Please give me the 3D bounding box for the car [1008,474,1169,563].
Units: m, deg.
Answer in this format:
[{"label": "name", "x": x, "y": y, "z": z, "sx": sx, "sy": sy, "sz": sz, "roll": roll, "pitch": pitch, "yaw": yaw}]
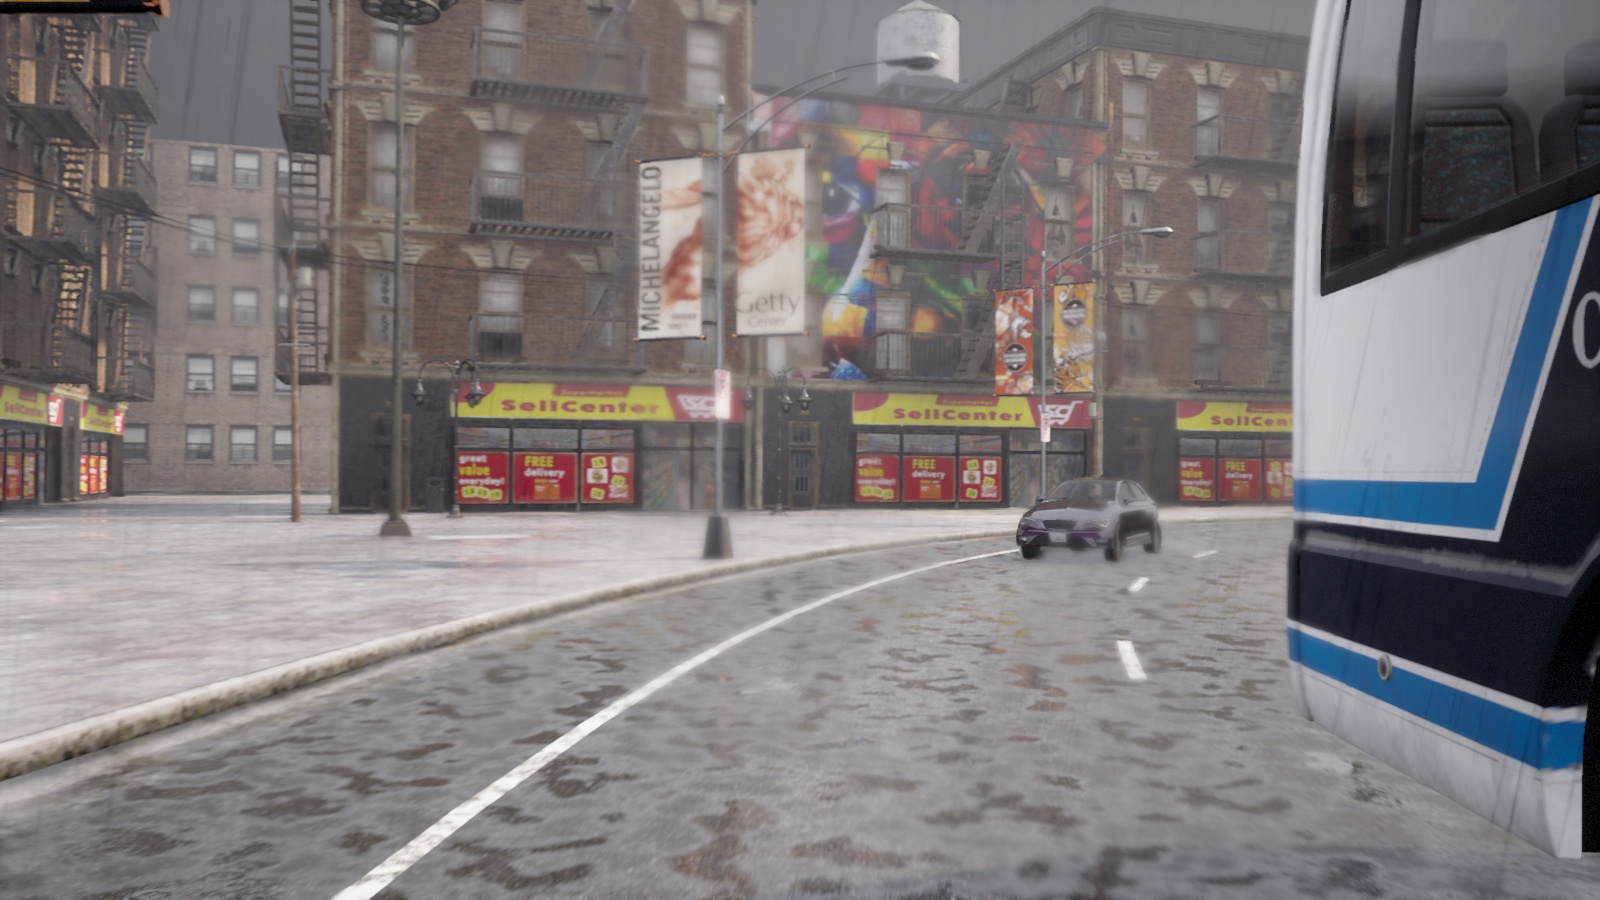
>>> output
[{"label": "car", "x": 5.465, "y": 1.203, "z": 23.388, "sx": 1.816, "sy": 1.474, "sz": 4.193, "roll": -1, "pitch": -1, "yaw": 29}]
